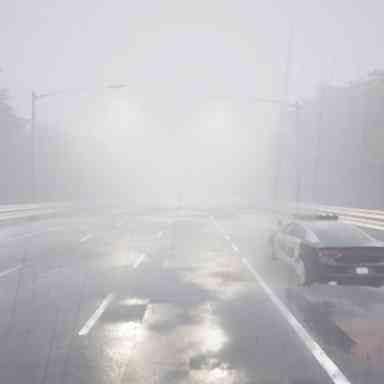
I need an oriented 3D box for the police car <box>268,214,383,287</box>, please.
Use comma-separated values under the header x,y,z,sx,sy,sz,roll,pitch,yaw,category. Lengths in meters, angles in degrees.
x,y,z,sx,sy,sz,roll,pitch,yaw,category
3.543,1.450,9.542,1.930,1.638,5.238,0,0,0,police car
